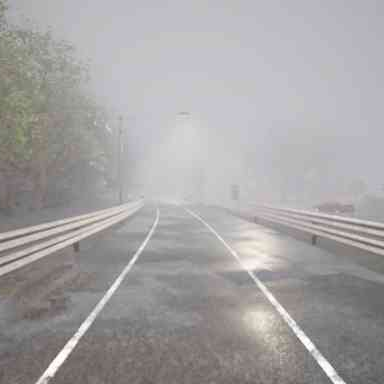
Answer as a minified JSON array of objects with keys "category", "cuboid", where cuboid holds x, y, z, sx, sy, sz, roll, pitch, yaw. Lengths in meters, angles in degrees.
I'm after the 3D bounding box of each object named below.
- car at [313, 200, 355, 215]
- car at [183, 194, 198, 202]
[{"category":"car","cuboid":[16.069,1.695,37.922,1.882,1.535,5.008,0,0,-24]},{"category":"car","cuboid":[-0.448,1.360,75.901,2.097,1.767,4.553,0,0,-23]}]
